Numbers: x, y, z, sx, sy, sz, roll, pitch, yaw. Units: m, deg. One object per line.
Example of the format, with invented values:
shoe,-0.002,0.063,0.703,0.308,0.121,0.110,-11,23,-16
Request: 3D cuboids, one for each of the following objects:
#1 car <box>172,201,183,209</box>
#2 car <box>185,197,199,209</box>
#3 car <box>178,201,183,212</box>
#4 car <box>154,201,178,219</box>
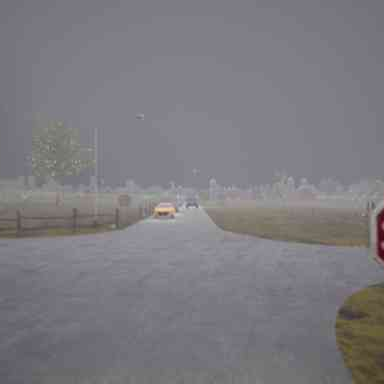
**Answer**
car,-2.710,2.420,63.728,1.994,1.385,4.181,0,-1,0
car,0.038,1.971,59.174,2.150,2.045,5.566,0,-1,0
car,-2.813,2.074,46.601,2.128,1.511,4.902,0,-1,0
car,-2.824,1.909,34.851,1.882,1.535,5.008,0,-1,0
